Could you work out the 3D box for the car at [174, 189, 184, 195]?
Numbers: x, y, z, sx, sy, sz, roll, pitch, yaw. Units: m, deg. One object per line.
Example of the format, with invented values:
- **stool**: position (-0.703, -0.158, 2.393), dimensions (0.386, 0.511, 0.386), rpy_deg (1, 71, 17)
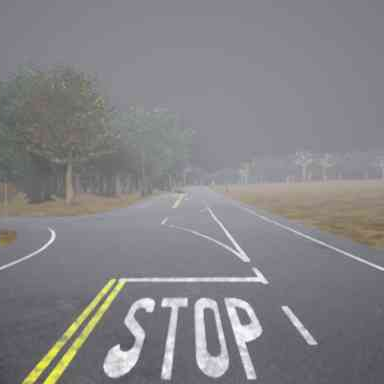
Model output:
- **car**: position (-2.845, -0.122, 74.464), dimensions (1.895, 1.301, 4.718), rpy_deg (0, 2, 5)
